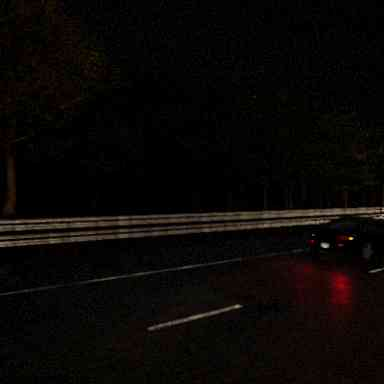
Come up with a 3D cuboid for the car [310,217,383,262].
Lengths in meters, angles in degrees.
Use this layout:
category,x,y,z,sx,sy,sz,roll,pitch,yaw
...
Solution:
category,x,y,z,sx,sy,sz,roll,pitch,yaw
car,6.378,1.660,12.604,4.674,1.442,1.812,1,0,-36
